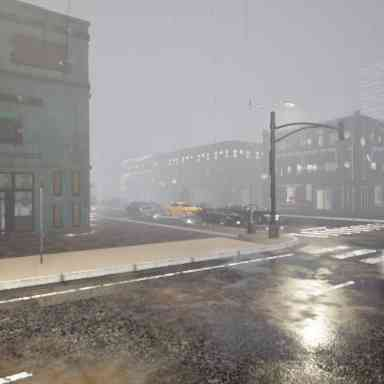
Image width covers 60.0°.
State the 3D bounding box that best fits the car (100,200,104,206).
[{"bbox_3d":[-17.703,2.225,68.835,1.887,1.381,4.507,-1,0,-35],"label":"car"}]

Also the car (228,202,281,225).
[{"bbox_3d":[4.769,1.700,26.075,2.128,1.511,4.902,-1,0,-33],"label":"car"}]

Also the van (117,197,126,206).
[{"bbox_3d":[-11.424,1.904,59.721,1.690,1.788,3.998,-1,0,-35],"label":"van"}]

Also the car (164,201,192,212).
[{"bbox_3d":[-1.991,1.963,46.050,1.802,1.307,4.206,-1,0,-35],"label":"car"}]

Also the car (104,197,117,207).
[{"bbox_3d":[-14.566,1.937,64.278,2.192,1.841,5.009,-1,0,-35],"label":"car"}]

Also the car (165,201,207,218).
[{"bbox_3d":[-0.917,1.801,34.305,1.882,1.535,5.008,-1,0,-34],"label":"car"}]

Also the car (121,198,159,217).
[{"bbox_3d":[-5.752,1.844,36.735,1.967,1.590,4.097,-1,0,-35],"label":"car"}]

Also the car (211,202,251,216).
[{"bbox_3d":[4.291,1.806,36.937,2.008,1.369,4.403,-2,0,-35],"label":"car"}]

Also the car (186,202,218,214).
[{"bbox_3d":[1.150,1.901,41.494,1.802,1.307,4.206,-2,0,-35],"label":"car"}]

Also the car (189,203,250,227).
[{"bbox_3d":[2.028,1.812,25.242,1.947,1.339,4.313,-1,0,-35],"label":"car"}]
